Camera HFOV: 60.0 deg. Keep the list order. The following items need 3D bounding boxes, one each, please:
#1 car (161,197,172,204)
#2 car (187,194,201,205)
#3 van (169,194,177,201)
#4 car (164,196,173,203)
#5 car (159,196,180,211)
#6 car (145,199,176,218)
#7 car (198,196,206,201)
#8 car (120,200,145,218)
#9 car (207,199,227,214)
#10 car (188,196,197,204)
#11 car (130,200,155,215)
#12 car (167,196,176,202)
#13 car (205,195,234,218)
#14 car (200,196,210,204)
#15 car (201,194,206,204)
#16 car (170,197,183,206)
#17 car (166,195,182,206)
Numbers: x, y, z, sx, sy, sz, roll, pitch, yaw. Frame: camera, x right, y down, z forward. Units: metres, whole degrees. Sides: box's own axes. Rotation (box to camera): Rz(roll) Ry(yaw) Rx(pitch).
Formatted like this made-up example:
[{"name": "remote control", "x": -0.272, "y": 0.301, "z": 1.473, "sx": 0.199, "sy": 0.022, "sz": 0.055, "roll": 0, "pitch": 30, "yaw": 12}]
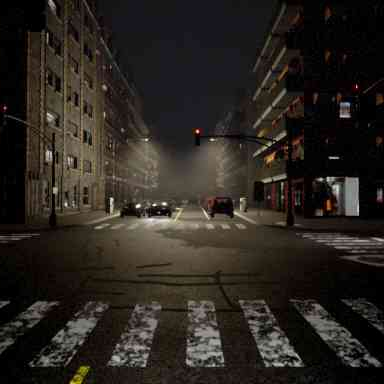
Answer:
[{"name": "car", "x": -5.224, "y": 1.668, "z": 69.061, "sx": 2.008, "sy": 1.369, "sz": 4.403, "roll": 1, "pitch": 0, "yaw": 0}, {"name": "car", "x": 0.174, "y": 1.551, "z": 59.909, "sx": 1.882, "sy": 1.535, "sz": 5.008, "roll": 0, "pitch": 0, "yaw": 0}, {"name": "van", "x": -5.195, "y": 1.590, "z": 91.317, "sx": 1.690, "sy": 1.788, "sz": 3.998, "roll": 1, "pitch": 0, "yaw": 0}, {"name": "car", "x": -5.217, "y": 1.672, "z": 74.453, "sx": 1.752, "sy": 1.417, "sz": 4.829, "roll": 1, "pitch": 0, "yaw": 0}, {"name": "car", "x": -2.787, "y": 1.524, "z": 39.273, "sx": 1.837, "sy": 1.490, "sz": 4.892, "roll": 0, "pitch": 0, "yaw": 0}, {"name": "car", "x": -2.805, "y": 1.576, "z": 30.355, "sx": 1.994, "sy": 1.385, "sz": 4.181, "roll": 0, "pitch": 0, "yaw": 0}, {"name": "car", "x": 2.681, "y": 1.815, "z": 91.338, "sx": 1.947, "sy": 1.339, "sz": 4.313, "roll": 1, "pitch": 0, "yaw": 0}, {"name": "car", "x": -5.265, "y": 1.578, "z": 30.128, "sx": 1.947, "sy": 1.339, "sz": 4.313, "roll": 1, "pitch": 0, "yaw": 0}, {"name": "car", "x": 2.623, "y": 1.541, "z": 35.894, "sx": 1.752, "sy": 1.417, "sz": 4.829, "roll": 1, "pitch": 0, "yaw": 0}, {"name": "car", "x": 0.152, "y": 1.602, "z": 70.349, "sx": 1.882, "sy": 1.535, "sz": 5.008, "roll": 0, "pitch": 0, "yaw": 0}, {"name": "car", "x": -5.258, "y": 1.581, "z": 35.689, "sx": 1.947, "sy": 1.339, "sz": 4.313, "roll": 1, "pitch": 0, "yaw": 0}, {"name": "car", "x": -5.205, "y": 1.766, "z": 85.751, "sx": 2.008, "sy": 1.369, "sz": 4.403, "roll": 1, "pitch": 0, "yaw": 0}, {"name": "car", "x": 2.620, "y": 1.327, "z": 30.165, "sx": 2.192, "sy": 1.841, "sz": 5.009, "roll": 1, "pitch": 0, "yaw": 0}, {"name": "car", "x": 2.658, "y": 1.558, "z": 69.087, "sx": 1.967, "sy": 1.590, "sz": 4.097, "roll": 1, "pitch": 0, "yaw": 0}, {"name": "car", "x": 2.631, "y": 1.336, "z": 41.289, "sx": 2.192, "sy": 1.841, "sz": 5.009, "roll": 1, "pitch": 0, "yaw": 0}, {"name": "car", "x": -2.681, "y": 1.620, "z": 59.568, "sx": 2.033, "sy": 1.411, "sz": 5.357, "roll": 0, "pitch": 0, "yaw": 0}, {"name": "car", "x": -2.723, "y": 1.602, "z": 49.207, "sx": 1.994, "sy": 1.385, "sz": 4.181, "roll": 0, "pitch": 0, "yaw": 1}]
